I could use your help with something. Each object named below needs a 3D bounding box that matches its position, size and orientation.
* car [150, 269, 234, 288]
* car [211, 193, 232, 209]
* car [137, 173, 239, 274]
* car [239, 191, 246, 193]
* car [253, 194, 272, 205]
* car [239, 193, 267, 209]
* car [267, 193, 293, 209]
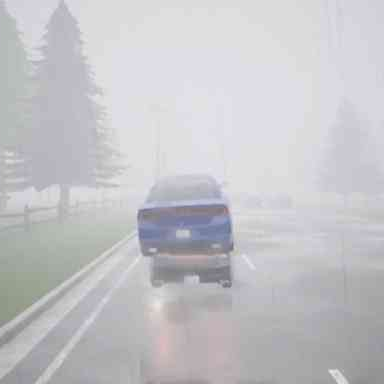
[{"bbox_3d":[-0.001,1.477,9.022,2.128,1.511,4.902,0,1,0],"label":"car"},{"bbox_3d":[3.500,1.024,40.029,2.097,1.767,4.553,0,0,0],"label":"car"},{"bbox_3d":[-0.083,0.272,8.286,1.882,1.535,5.008,-4,7,3],"label":"car"},{"bbox_3d":[7.000,0.811,50.091,2.150,2.045,5.566,0,0,0],"label":"car"},{"bbox_3d":[10.500,1.095,50.063,1.837,1.490,4.892,0,0,0],"label":"car"},{"bbox_3d":[7.000,1.167,39.644,2.128,1.511,4.902,0,0,0],"label":"car"},{"bbox_3d":[10.500,1.024,40.029,2.097,1.767,4.553,0,0,0],"label":"car"}]
